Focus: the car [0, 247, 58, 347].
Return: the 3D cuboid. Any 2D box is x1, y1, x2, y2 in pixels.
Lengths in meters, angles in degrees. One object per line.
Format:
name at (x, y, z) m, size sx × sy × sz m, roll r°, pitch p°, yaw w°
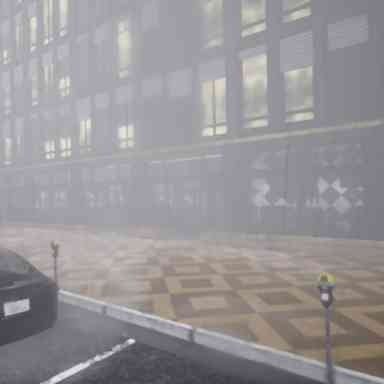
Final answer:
car at (-4.069, 1.628, 5.744) m, size 4.313 × 1.339 × 1.947 m, roll -1°, pitch -1°, yaw 35°
